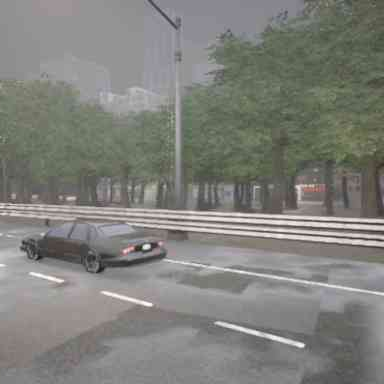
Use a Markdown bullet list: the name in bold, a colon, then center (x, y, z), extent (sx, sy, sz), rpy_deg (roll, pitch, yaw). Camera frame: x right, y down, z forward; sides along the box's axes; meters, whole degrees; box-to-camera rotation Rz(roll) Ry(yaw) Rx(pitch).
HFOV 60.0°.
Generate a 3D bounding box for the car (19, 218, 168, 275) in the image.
- **car**: center (-3.282, 1.543, 10.517), extent (5.357, 1.411, 2.033), rpy_deg (0, 0, 36)
